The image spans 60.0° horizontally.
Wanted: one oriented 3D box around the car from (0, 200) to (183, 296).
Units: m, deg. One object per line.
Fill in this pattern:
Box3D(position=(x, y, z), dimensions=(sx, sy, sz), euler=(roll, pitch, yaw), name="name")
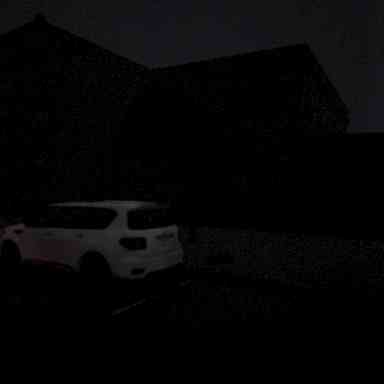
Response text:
Box3D(position=(-2.871, 1.242, 8.920), dimensions=(5.566, 2.045, 2.435), euler=(0, 0, 32), name="car")
